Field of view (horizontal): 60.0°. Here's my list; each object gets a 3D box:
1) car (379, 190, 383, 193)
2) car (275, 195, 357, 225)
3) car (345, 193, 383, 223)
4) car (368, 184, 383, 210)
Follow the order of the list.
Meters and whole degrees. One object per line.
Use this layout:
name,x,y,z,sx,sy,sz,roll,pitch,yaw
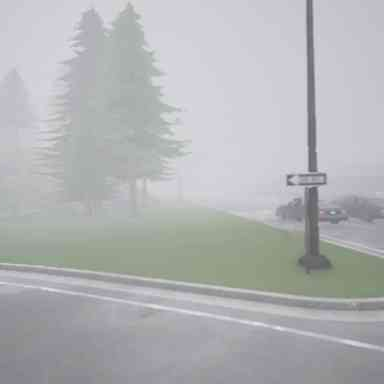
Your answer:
car,12.586,0.784,25.993,1.994,1.385,4.181,-2,1,-9
car,6.599,1.039,18.967,2.033,1.411,5.357,-2,1,-9
car,10.059,0.944,19.486,2.033,1.411,5.357,-2,1,-9
car,16.228,0.363,25.283,2.150,2.045,5.566,-2,1,-9
